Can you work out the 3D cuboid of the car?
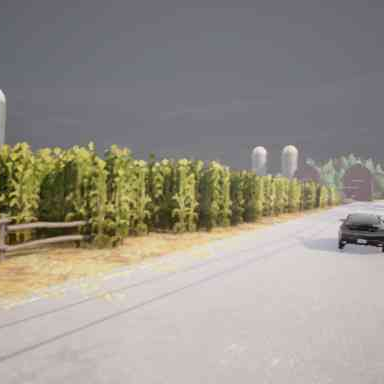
[{"bbox_3d":[7.764,1.690,14.970,1.837,1.490,4.892,2,0,29],"label":"car"}]
